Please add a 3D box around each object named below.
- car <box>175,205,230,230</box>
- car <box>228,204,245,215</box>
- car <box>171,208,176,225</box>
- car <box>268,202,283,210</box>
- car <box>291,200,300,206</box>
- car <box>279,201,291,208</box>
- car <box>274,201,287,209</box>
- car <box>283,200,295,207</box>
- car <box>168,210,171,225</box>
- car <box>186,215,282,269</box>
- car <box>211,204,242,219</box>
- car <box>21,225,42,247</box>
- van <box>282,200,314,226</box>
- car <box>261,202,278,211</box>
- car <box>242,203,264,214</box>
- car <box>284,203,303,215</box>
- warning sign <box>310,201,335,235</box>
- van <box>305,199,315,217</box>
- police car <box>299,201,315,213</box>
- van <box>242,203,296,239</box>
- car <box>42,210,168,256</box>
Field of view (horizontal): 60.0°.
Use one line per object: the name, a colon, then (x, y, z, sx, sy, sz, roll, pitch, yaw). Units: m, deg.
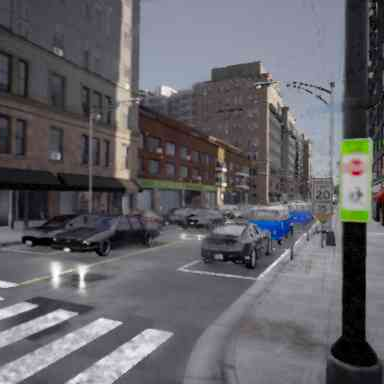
car: (0.829, 1.874, 23.254, 1.994, 1.385, 4.181, 1, -1, 24)
car: (5.157, 1.972, 32.743, 2.128, 1.511, 4.902, 1, -1, 25)
car: (-0.894, 1.879, 25.593, 1.947, 1.339, 4.313, 0, -1, 24)
car: (15.560, 2.508, 61.801, 2.008, 1.369, 4.403, 0, -1, 24)
car: (27.315, 2.854, 87.664, 1.967, 1.590, 4.097, 0, -1, 24)
car: (20.261, 2.707, 72.146, 1.947, 1.339, 4.313, 0, -1, 24)
car: (17.911, 2.594, 66.973, 1.887, 1.381, 4.507, 0, -1, 24)
car: (22.614, 2.672, 77.319, 1.967, 1.590, 4.097, 0, -1, 24)
car: (-3.245, 1.802, 20.420, 1.802, 1.307, 4.206, 0, -1, 24)
car: (1.711, 1.742, 11.927, 2.008, 1.369, 4.403, 0, -1, 24)
car: (3.808, 2.049, 35.938, 2.008, 1.369, 4.403, 0, -1, 24)
car: (-5.595, 1.693, 15.248, 1.947, 1.339, 4.313, 0, -1, 24)
van: (8.765, 1.811, 27.447, 1.690, 1.788, 3.998, 0, -1, 24)
car: (13.210, 2.411, 56.628, 1.887, 1.381, 4.507, 0, -1, 24)
car: (8.508, 2.248, 46.283, 1.947, 1.339, 4.313, 0, -1, 24)
car: (13.596, 2.256, 44.270, 1.812, 1.442, 4.674, 1, -1, 25)
warning sign: (7.523, 1.472, 19.137, 1.300, 1.860, 1.060, 1, -1, 24)
van: (11.116, 1.903, 32.620, 1.690, 1.788, 3.998, 0, -1, 24)
police car: (18.294, 2.319, 52.798, 1.930, 1.638, 5.238, 1, -1, 24)
van: (4.064, 1.626, 17.102, 1.690, 1.788, 3.998, 0, -1, 24)
car: (-3.316, 1.693, 14.129, 2.033, 1.411, 5.357, 1, -1, 24)
